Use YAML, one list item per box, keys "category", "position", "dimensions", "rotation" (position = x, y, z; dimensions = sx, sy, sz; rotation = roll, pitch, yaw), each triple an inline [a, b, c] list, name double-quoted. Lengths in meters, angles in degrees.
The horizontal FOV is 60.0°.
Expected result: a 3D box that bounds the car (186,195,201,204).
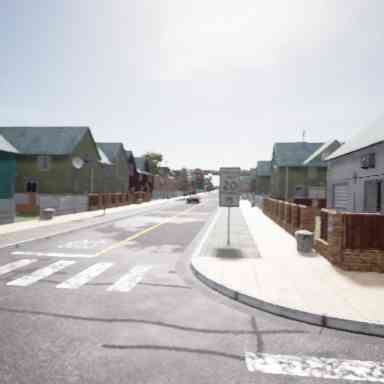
- category: "car"
  position: [0.320, 1.051, 50.700]
  dimensions: [1.895, 1.301, 4.718]
  rotation: [1, 1, 7]
